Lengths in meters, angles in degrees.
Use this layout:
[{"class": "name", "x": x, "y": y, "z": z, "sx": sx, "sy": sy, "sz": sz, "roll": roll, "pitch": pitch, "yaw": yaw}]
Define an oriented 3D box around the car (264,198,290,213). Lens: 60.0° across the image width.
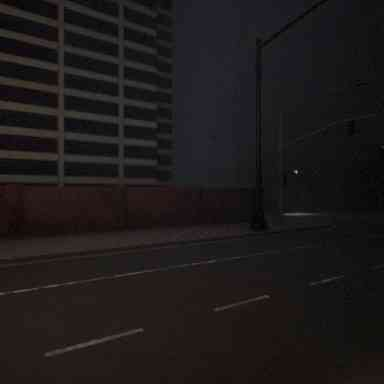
[{"class": "car", "x": 8.605, "y": 1.503, "z": 37.042, "sx": 1.837, "sy": 1.490, "sz": 4.892, "roll": 0, "pitch": 0, "yaw": -36}]
